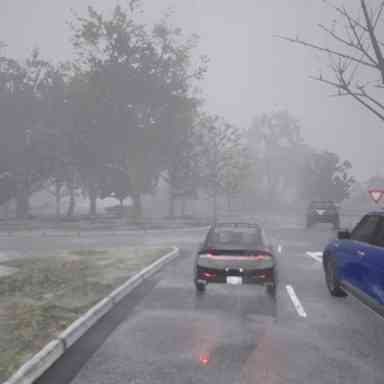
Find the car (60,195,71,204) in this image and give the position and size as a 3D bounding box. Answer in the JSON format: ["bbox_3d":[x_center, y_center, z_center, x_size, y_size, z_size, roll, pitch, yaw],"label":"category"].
[{"bbox_3d":[-33.004,2.212,85.054,1.946,1.575,5.366,0,2,-12],"label":"car"}]

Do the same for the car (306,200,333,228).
[{"bbox_3d":[10.253,1.676,25.941,2.150,2.045,5.566,-1,-2,25],"label":"car"}]

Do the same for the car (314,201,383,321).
[{"bbox_3d":[3.937,1.256,5.521,2.150,2.045,5.566,0,-1,6],"label":"car"}]

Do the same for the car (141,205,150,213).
[{"bbox_3d":[-10.157,2.942,59.262,5.357,1.411,2.033,0,-2,0],"label":"car"}]

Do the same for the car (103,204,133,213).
[{"bbox_3d":[-12.486,2.821,55.901,4.674,1.442,1.812,0,-2,-6],"label":"car"}]

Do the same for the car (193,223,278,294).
[{"bbox_3d":[1.204,1.576,9.045,2.128,1.511,4.902,0,-1,8],"label":"car"}]
